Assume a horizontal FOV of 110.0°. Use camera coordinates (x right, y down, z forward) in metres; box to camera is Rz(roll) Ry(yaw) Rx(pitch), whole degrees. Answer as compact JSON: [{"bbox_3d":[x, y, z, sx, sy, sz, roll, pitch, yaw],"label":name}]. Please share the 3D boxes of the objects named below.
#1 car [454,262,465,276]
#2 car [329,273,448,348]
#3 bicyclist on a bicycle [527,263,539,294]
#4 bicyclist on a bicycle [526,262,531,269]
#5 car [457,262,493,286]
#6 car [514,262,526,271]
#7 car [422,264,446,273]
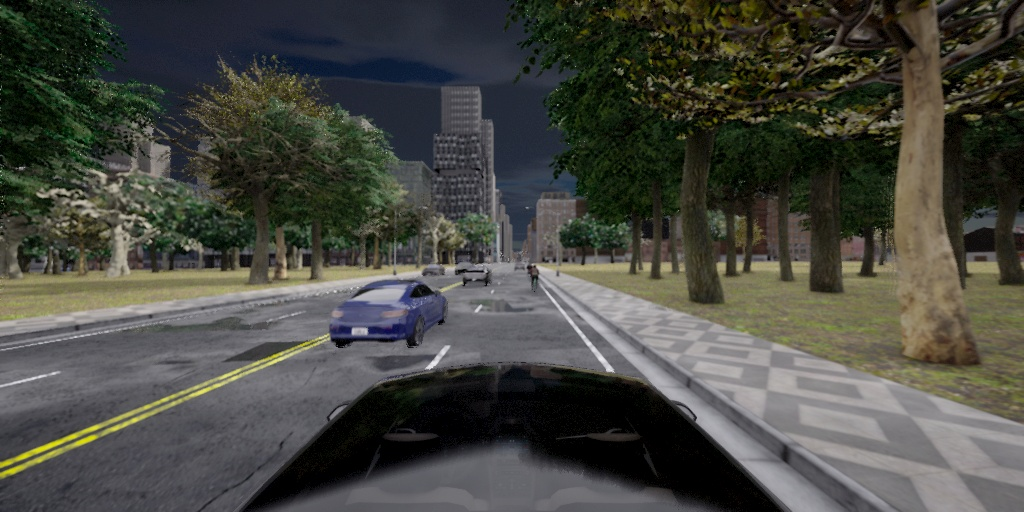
[{"bbox_3d":[-5.699,1.488,43.823,2.097,1.767,4.553,0,-1,1],"label":"car"},{"bbox_3d":[-2.960,1.343,9.385,1.812,1.442,4.674,0,0,1],"label":"car"},{"bbox_3d":[1.316,1.357,20.623,0.582,1.620,1.656,0,-1,1],"label":"bicyclist on a bicycle"},{"bbox_3d":[1.527,1.366,30.841,0.659,1.776,1.843,0,0,1],"label":"bicyclist on a bicycle"},{"bbox_3d":[-2.587,1.464,27.499,2.128,1.511,4.902,0,-1,1],"label":"car"},{"bbox_3d":[1.382,1.812,62.350,2.128,1.511,4.902,0,-1,1],"label":"car"},{"bbox_3d":[-8.995,1.668,41.689,2.033,1.411,5.357,0,-1,1],"label":"car"}]
